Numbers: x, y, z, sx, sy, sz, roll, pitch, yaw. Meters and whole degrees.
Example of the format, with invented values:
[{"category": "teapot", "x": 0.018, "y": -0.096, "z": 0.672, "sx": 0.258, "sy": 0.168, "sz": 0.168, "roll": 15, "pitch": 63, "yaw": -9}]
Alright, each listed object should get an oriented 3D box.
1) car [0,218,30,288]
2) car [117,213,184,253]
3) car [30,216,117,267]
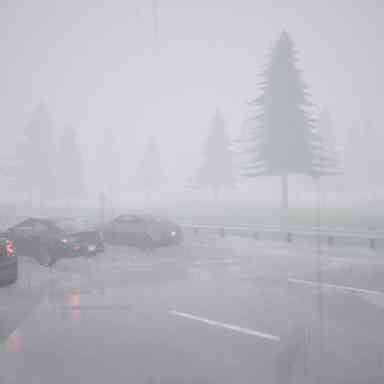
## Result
[{"category": "car", "x": -6.276, "y": 1.363, "z": 8.013, "sx": 4.553, "sy": 1.767, "sz": 2.097, "roll": 0, "pitch": 0, "yaw": 33}, {"category": "car", "x": -2.398, "y": 1.567, "z": 13.849, "sx": 4.181, "sy": 1.385, "sz": 1.994, "roll": 0, "pitch": 0, "yaw": 33}, {"category": "car", "x": -4.992, "y": 1.534, "z": 11.361, "sx": 4.674, "sy": 1.442, "sz": 1.812, "roll": 0, "pitch": 0, "yaw": 33}]
